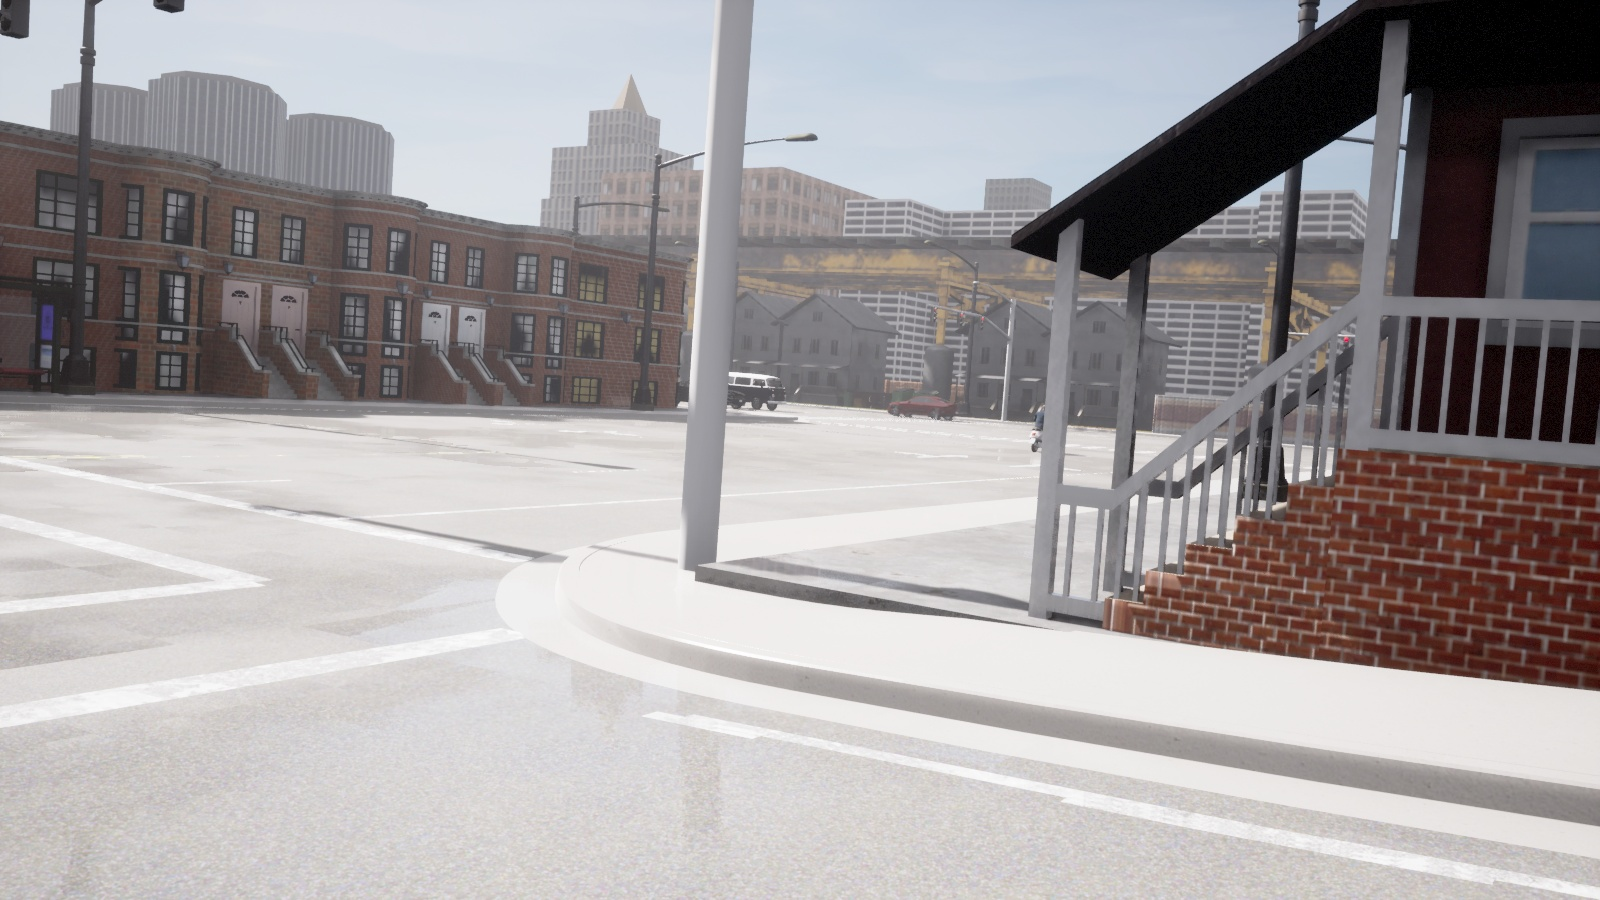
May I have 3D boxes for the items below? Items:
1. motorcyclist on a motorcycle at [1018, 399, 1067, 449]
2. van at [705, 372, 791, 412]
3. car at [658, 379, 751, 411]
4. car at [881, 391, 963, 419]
[{"bbox_3d":[8.088,-0.857,41.773,0.866,1.590,1.817,5,4,34],"label":"motorcyclist on a motorcycle"},{"bbox_3d":[-3.010,-3.350,72.557,4.480,2.038,2.069,5,4,34],"label":"van"},{"bbox_3d":[-5.334,-3.072,69.899,5.008,1.535,1.882,5,4,34],"label":"car"},{"bbox_3d":[7.583,-2.793,78.102,4.674,1.442,1.812,5,4,34],"label":"car"}]
